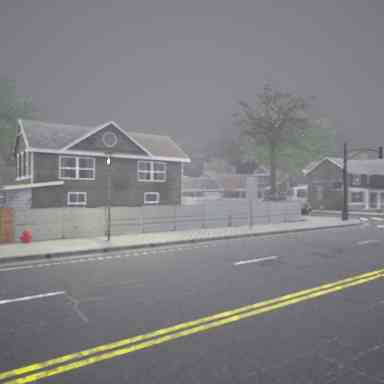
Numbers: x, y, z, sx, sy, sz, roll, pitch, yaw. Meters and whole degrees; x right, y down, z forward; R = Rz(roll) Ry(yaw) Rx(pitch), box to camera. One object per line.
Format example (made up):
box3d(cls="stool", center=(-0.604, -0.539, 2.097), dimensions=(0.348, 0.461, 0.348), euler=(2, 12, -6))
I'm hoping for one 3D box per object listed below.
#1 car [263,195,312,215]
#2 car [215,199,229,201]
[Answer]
box3d(cls="car", center=(9.899, 1.361, 35.304), dimensions=(2.150, 2.045, 5.566), euler=(0, 0, -35))
box3d(cls="car", center=(4.049, 1.634, 43.554), dimensions=(1.882, 1.535, 5.008), euler=(0, 0, -35))
